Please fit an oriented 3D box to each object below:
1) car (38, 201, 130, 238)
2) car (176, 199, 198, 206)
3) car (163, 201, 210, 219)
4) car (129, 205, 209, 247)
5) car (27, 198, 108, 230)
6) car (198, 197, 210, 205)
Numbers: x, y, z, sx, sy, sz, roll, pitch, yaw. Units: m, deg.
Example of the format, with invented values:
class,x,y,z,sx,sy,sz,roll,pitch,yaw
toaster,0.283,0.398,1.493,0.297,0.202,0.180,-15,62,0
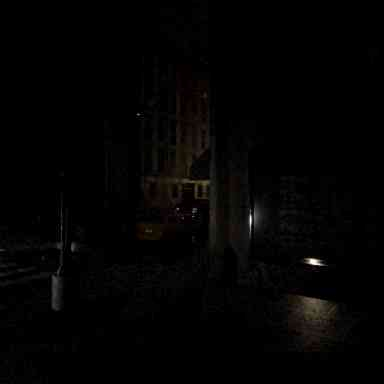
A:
class,x,y,z,sx,sy,sz,roll,pitch,yaw
car,-5.229,1.457,17.827,1.882,1.535,5.008,0,0,34
car,0.605,1.321,25.996,2.097,1.767,4.553,0,0,35
car,-0.402,1.521,28.961,1.947,1.339,4.313,0,0,36
car,-0.378,1.530,15.185,1.752,1.417,4.829,0,0,36
car,-7.001,1.282,19.718,2.192,1.841,5.009,0,0,36
car,2.826,1.314,19.667,2.192,1.841,5.009,0,0,36
